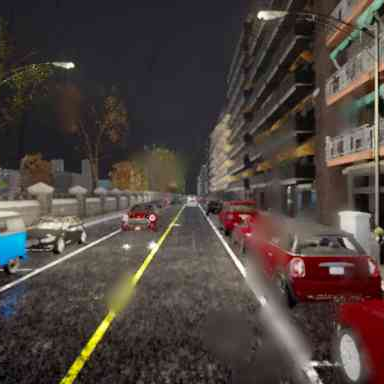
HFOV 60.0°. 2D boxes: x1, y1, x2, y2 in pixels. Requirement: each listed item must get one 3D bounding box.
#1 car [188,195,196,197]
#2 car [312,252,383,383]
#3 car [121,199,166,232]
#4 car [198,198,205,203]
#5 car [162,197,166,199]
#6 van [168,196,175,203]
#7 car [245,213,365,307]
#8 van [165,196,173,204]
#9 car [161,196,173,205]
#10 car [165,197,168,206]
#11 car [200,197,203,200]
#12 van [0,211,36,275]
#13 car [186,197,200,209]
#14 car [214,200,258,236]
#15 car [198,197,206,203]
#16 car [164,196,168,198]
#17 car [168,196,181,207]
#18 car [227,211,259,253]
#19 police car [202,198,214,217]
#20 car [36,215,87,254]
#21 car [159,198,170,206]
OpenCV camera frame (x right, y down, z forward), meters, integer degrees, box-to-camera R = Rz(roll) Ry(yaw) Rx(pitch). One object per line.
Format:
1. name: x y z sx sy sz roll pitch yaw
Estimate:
1. car: 0.020 1.707 75.204 2.150 2.045 5.566 0 -1 0
2. car: 2.692 1.563 2.494 1.887 1.381 4.507 0 0 0
3. car: -3.094 1.508 21.307 2.097 1.767 4.553 0 0 0
4. car: 2.712 2.337 92.574 1.802 1.307 4.206 0 -1 0
5. car: -5.676 1.971 53.168 1.947 1.339 4.313 0 0 0
6. van: -5.668 2.096 92.578 1.690 1.788 3.998 0 -1 0
7. car: 2.694 1.498 8.124 1.967 1.590 4.097 0 0 0
8. van: -5.670 1.992 81.317 1.690 1.788 3.998 0 -1 0
9. car: -5.672 1.913 75.687 2.192 1.841 5.009 0 -1 0
10. car: -5.675 2.031 58.798 1.802 1.307 4.206 0 0 0
11. car: 2.709 2.180 75.682 1.802 1.307 4.206 0 -1 0
12. van: -5.686 1.399 8.126 1.690 1.788 3.998 0 0 0
13. car: 0.015 1.941 54.461 1.812 1.442 4.674 0 0 0
14. car: 2.696 1.457 19.385 2.192 1.841 5.009 0 0 0
15. car: 2.711 2.143 86.945 1.967 1.590 4.097 0 -1 0
16. car: -5.674 2.040 64.426 1.887 1.381 4.507 0 0 0
17. car: -3.013 1.956 62.551 1.882 1.535 5.008 0 0 1
18. car: 2.695 1.681 13.754 1.802 1.307 4.206 0 0 0
19. police car: 2.375 1.690 35.204 1.930 1.638 5.238 0 0 0
20. car: -5.685 1.650 13.755 2.008 1.369 4.403 0 0 0
21. car: -5.672 1.986 70.055 1.967 1.590 4.097 0 0 0
